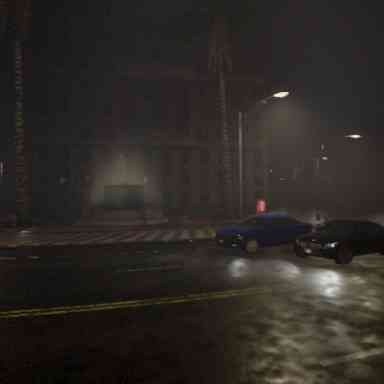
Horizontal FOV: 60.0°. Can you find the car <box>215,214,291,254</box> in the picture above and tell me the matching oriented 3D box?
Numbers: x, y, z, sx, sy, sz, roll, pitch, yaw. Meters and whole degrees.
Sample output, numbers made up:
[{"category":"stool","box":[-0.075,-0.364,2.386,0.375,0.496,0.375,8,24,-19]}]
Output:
[{"category":"car","box":[3.354,1.796,15.248,5.008,1.535,1.882,0,-1,-31]}]

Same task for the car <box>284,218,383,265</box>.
[{"category":"car","box":[5.954,1.770,12.749,4.674,1.442,1.812,0,-1,-33]}]
